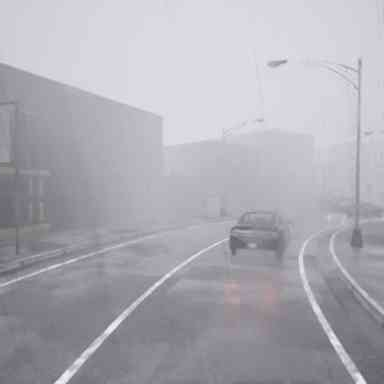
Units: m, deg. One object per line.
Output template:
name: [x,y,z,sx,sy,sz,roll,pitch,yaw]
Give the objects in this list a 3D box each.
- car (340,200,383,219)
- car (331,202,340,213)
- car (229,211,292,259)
car: [16.517,1.700,31.642,4.902,1.511,2.128,1,1,-41]
car: [17.518,1.657,37.275,5.008,1.535,1.882,1,1,-37]
car: [2.759,1.509,12.967,2.128,1.511,4.902,1,0,19]
